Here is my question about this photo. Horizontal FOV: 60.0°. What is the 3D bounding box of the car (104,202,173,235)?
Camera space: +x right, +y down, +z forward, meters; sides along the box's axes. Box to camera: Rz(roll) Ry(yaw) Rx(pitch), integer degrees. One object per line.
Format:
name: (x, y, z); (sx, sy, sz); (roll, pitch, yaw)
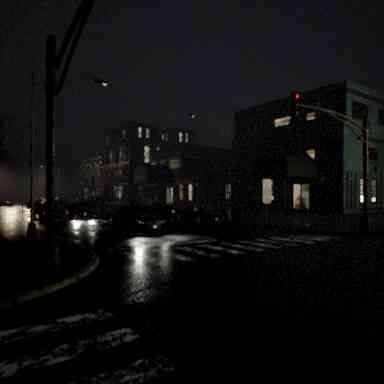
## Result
car: (-3.158, 1.508, 18.888); (1.812, 1.442, 4.674); (0, -1, -33)

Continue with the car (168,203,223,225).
car: (0.408, 1.582, 24.087); (2.008, 1.369, 4.403); (0, 0, -35)

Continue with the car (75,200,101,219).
car: (-9.662, 1.599, 28.225); (1.994, 1.385, 4.181); (0, -1, -35)

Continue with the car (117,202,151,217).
car: (-5.838, 1.663, 33.095); (1.802, 1.307, 4.206); (0, 0, -35)

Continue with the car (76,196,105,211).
car: (-12.846, 1.453, 43.125); (2.192, 1.841, 5.009); (0, 0, -35)

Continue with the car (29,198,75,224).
car: (-10.418, 1.445, 24.541); (1.967, 1.590, 4.097); (0, 0, -35)

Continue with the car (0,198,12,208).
car: (-29.191, 1.685, 51.844); (1.752, 1.417, 4.829); (0, 0, -35)

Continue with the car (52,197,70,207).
car: (-22.402, 1.655, 56.761); (1.967, 1.590, 4.097); (0, 0, -35)

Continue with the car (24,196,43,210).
car: (-20.831, 1.618, 44.452); (2.128, 1.511, 4.902); (0, -1, -34)

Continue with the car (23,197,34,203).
car: (-41.379, 1.925, 84.132); (2.008, 1.369, 4.403); (0, 0, -35)
